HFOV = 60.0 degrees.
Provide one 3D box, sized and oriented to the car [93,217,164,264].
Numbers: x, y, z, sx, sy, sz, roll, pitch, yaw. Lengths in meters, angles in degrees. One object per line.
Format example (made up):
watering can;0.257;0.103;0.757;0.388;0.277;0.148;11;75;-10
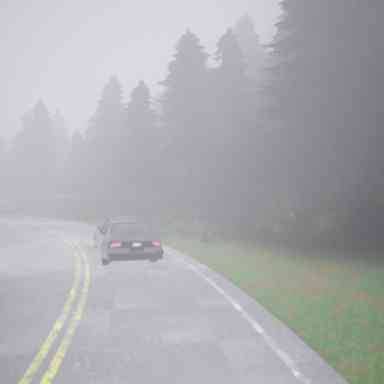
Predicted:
car;-2.500;1.608;12.153;2.033;1.411;5.357;2;-1;-20

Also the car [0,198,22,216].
car;-16.829;1.279;29.054;4.902;1.511;2.128;2;-3;32
